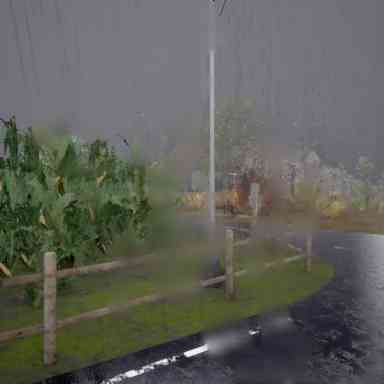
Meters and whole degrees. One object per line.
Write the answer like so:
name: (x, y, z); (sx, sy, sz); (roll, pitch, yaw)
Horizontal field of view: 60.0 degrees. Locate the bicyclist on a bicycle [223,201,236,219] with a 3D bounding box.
bicyclist on a bicycle: (3.339, 1.596, 29.622); (1.656, 1.620, 0.582); (0, 0, -35)
